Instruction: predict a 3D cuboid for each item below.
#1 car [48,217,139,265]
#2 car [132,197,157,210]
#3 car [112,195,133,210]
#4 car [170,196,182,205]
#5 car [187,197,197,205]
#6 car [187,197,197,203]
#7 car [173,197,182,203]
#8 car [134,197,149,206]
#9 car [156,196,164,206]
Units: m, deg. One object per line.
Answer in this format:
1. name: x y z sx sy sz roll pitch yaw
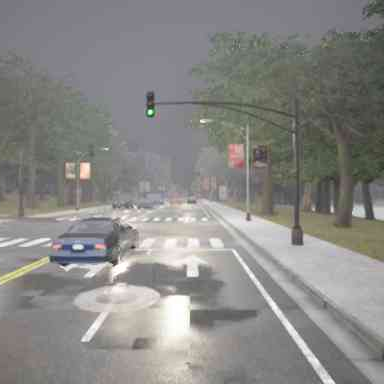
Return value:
1. car: -3.152 1.581 11.713 2.033 1.411 5.357 0 0 0
2. car: -6.584 1.737 46.957 2.033 1.411 5.357 0 0 0
3. car: -9.837 1.415 47.516 2.150 2.045 5.566 0 0 -1
4. car: -3.259 1.664 66.743 2.097 1.767 4.553 0 0 0
5. car: -0.009 1.786 66.356 1.882 1.535 5.008 0 0 0
6. car: -0.010 1.759 76.781 2.033 1.411 5.357 0 0 0
7. car: -3.260 1.814 76.810 1.895 1.301 4.718 0 0 0
8. car: -9.762 1.787 64.471 2.128 1.511 4.902 0 0 0
9. car: -6.526 1.641 63.413 2.097 1.767 4.553 0 0 0
